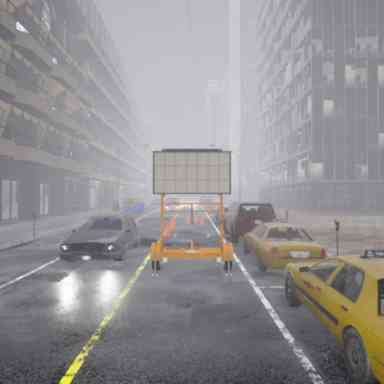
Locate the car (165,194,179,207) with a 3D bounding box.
[{"bbox_3d":[-3.094,1.557,54.072,1.882,1.535,5.008,0,0,0],"label":"car"}]

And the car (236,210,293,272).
[{"bbox_3d":[2.702,1.532,10.621,1.752,1.417,4.829,1,0,0],"label":"car"}]

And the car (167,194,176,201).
[{"bbox_3d":[-5.683,1.539,93.294,2.192,1.841,5.009,1,0,0],"label":"car"}]

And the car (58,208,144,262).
[{"bbox_3d":[-3.102,1.555,12.423,2.033,1.411,5.357,0,0,0],"label":"car"}]

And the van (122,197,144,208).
[{"bbox_3d":[-5.676,1.372,32.542,1.690,1.788,3.998,1,0,0],"label":"van"}]

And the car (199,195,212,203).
[{"bbox_3d":[2.697,1.664,60.155,1.947,1.339,4.313,1,0,0],"label":"car"}]

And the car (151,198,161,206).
[{"bbox_3d":[-5.683,1.663,54.633,1.802,1.307,4.206,1,0,0],"label":"car"}]

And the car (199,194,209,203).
[{"bbox_3d":[2.699,1.468,76.725,2.192,1.841,5.009,1,0,0],"label":"car"}]

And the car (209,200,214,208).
[{"bbox_3d":[2.701,1.567,27.019,1.887,1.381,4.507,1,0,0],"label":"car"}]

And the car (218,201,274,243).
[{"bbox_3d":[2.705,1.325,15.973,2.192,1.841,5.009,1,0,0],"label":"car"}]

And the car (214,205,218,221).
[{"bbox_3d":[2.701,1.581,21.495,1.947,1.339,4.313,1,0,0],"label":"car"}]

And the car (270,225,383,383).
[{"bbox_3d":[2.702,1.528,5.098,1.752,1.417,4.829,1,0,0],"label":"car"}]

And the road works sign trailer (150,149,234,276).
[{"bbox_3d":[0.000,0.470,10.325,2.380,3.560,2.880,0,0,0],"label":"road works sign trailer"}]

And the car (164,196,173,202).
[{"bbox_3d":[-5.684,1.719,82.247,1.887,1.381,4.507,1,0,0],"label":"car"}]
